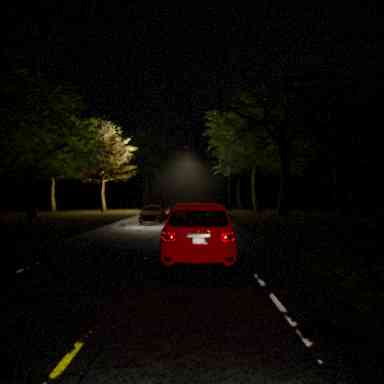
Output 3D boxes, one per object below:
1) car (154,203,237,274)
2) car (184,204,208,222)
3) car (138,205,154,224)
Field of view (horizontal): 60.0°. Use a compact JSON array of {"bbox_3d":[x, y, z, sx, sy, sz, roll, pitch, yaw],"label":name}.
[{"bbox_3d":[0.190,1.366,11.228,2.150,2.045,5.566,0,0,0],"label":"car"},{"bbox_3d":[0.373,1.913,31.682,2.128,1.511,4.902,0,-1,1],"label":"car"},{"bbox_3d":[-3.350,1.845,28.540,1.882,1.535,5.008,0,-1,1],"label":"car"}]
